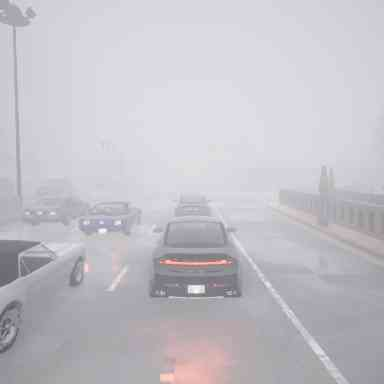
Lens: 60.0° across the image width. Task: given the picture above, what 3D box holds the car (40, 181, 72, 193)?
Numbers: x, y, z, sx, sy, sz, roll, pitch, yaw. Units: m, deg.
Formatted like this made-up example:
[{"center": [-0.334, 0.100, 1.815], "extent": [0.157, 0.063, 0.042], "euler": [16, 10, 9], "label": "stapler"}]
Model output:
[{"center": [-17.789, -0.702, 43.743], "extent": [2.033, 1.411, 5.357], "euler": [0, 3, 0], "label": "car"}]

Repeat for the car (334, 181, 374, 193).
[{"center": [18.464, -0.474, 38.782], "extent": [5.008, 1.535, 1.882], "euler": [0, 3, 2], "label": "car"}]

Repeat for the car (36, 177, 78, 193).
[{"center": [-14.252, -0.495, 34.932], "extent": [2.150, 2.045, 5.566], "euler": [0, 3, 0], "label": "car"}]

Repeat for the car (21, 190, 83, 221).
[{"center": [-6.969, 0.868, 17.683], "extent": [2.033, 1.411, 5.357], "euler": [0, 3, 0], "label": "car"}]

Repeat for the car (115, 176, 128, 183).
[{"center": [-17.884, -3.190, 84.434], "extent": [2.128, 1.511, 4.902], "euler": [0, 3, 0], "label": "car"}]

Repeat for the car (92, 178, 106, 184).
[{"center": [-21.346, -2.622, 76.266], "extent": [1.895, 1.301, 4.718], "euler": [0, 3, 0], "label": "car"}]

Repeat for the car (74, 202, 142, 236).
[{"center": [-3.457, 1.078, 15.051], "extent": [1.895, 1.301, 4.718], "euler": [0, 3, 0], "label": "car"}]

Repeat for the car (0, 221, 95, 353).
[{"center": [-3.421, 1.506, 5.925], "extent": [1.895, 1.301, 4.718], "euler": [0, 2, 0], "label": "car"}]

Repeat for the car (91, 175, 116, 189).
[{"center": [-14.260, -1.497, 53.641], "extent": [2.097, 1.767, 4.553], "euler": [0, 3, -1], "label": "car"}]

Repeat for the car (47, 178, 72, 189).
[{"center": [-21.321, -1.376, 53.730], "extent": [1.882, 1.535, 5.008], "euler": [0, 3, 0], "label": "car"}]

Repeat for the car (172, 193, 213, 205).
[{"center": [0.035, 0.838, 17.521], "extent": [1.837, 1.490, 4.892], "euler": [0, 3, -1], "label": "car"}]

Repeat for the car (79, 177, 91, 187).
[{"center": [-17.833, -1.630, 58.717], "extent": [1.812, 1.442, 4.674], "euler": [0, 3, 0], "label": "car"}]

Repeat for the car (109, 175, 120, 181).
[{"center": [-21.420, -3.958, 92.045], "extent": [1.812, 1.442, 4.674], "euler": [0, 3, 0], "label": "car"}]

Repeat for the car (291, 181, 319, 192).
[{"center": [15.020, -0.644, 42.392], "extent": [4.674, 1.442, 1.812], "euler": [0, 3, 2], "label": "car"}]

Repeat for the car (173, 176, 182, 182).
[{"center": [-3.903, -3.433, 88.403], "extent": [1.812, 1.442, 4.674], "euler": [0, 3, 0], "label": "car"}]

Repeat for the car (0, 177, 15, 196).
[{"center": [-21.255, -0.532, 35.548], "extent": [2.150, 2.045, 5.566], "euler": [0, 3, 0], "label": "car"}]

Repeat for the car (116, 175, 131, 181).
[{"center": [-14.306, -2.228, 67.797], "extent": [1.882, 1.535, 5.008], "euler": [0, 3, 0], "label": "car"}]

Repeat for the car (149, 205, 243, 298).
[{"center": [0.070, 1.338, 8.142], "extent": [1.837, 1.490, 4.892], "euler": [0, 2, 0], "label": "car"}]

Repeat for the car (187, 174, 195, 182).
[{"center": [-0.409, -3.506, 89.684], "extent": [2.128, 1.511, 4.902], "euler": [0, 3, 0], "label": "car"}]

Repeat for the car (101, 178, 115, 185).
[{"center": [-17.819, -2.328, 70.697], "extent": [1.994, 1.385, 4.181], "euler": [0, 3, 0], "label": "car"}]

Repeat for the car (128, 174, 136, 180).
[{"center": [-14.356, -3.123, 78.402], "extent": [2.150, 2.045, 5.566], "euler": [0, 3, 0], "label": "car"}]

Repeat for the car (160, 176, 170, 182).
[{"center": [-7.403, -3.431, 88.386], "extent": [1.812, 1.442, 4.674], "euler": [0, 3, 0], "label": "car"}]
